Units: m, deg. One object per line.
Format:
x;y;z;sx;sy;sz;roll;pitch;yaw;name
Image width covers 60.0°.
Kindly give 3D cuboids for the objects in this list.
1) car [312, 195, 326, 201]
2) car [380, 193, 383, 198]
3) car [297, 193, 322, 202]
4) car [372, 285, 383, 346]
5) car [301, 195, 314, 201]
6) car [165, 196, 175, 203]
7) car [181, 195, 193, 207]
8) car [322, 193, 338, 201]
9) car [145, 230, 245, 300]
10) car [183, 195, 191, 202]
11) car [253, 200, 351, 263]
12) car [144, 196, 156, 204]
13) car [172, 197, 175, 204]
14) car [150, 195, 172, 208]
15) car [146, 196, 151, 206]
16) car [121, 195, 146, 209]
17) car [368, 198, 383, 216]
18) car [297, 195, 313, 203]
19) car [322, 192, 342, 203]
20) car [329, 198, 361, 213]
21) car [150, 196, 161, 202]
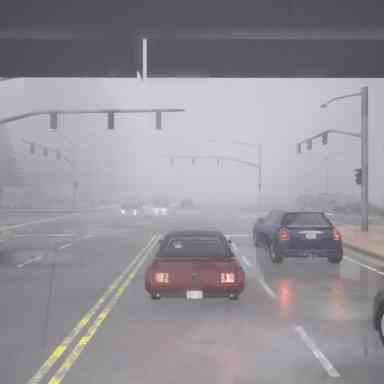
30.840;1.364;80.695;1.784;1.438;3.905;0;0;0;car
39.113;1.153;65.706;1.932;1.855;4.605;0;0;0;car
16.662;1.153;48.144;1.932;1.855;4.605;0;0;0;car
3.601;1.505;3.018;1.837;1.490;4.892;0;0;0;car
27.945;1.395;80.689;1.970;1.475;3.806;0;0;0;car
-4.519;1.601;68.742;1.895;1.301;4.718;0;0;0;car
-0.818;1.525;52.437;1.812;1.442;4.674;0;0;0;car
33.523;1.153;80.753;1.932;1.855;4.605;0;0;0;car
0.069;1.601;8.342;1.895;1.301;4.718;0;0;0;car
-1.084;1.478;80.195;1.882;1.535;5.008;0;0;0;car
3.585;1.352;12.107;2.097;1.767;4.553;0;0;0;car
-8.027;1.526;63.959;1.812;1.442;4.674;0;0;0;car
-4.530;1.352;58.587;2.097;1.767;4.553;0;0;0;car
-4.492;1.491;49.545;2.128;1.511;4.902;0;0;0;car
-8.014;1.478;53.953;1.882;1.535;5.008;0;0;0;car
-8.031;1.352;44.782;2.097;1.767;4.553;0;0;2;car
19.265;1.505;30.379;4.892;1.490;1.837;0;0;1;car
22.216;1.395;65.572;1.970;1.475;3.806;0;0;0;car
19.556;1.156;48.097;1.905;1.878;3.866;0;0;0;car
16.681;1.564;33.913;4.181;1.385;1.994;0;0;1;car
-8.046;1.552;73.971;1.994;1.385;4.181;0;0;0;car
